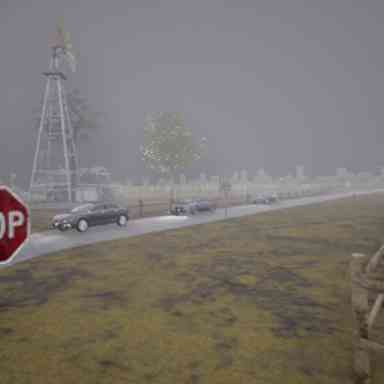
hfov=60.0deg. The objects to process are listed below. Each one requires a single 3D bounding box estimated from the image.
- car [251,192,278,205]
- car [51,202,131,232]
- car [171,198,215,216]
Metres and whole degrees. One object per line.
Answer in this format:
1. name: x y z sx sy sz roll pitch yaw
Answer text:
1. car: 8.691 0.741 39.426 1.837 1.490 4.892 -2 1 36
2. car: -5.652 1.354 19.118 1.837 1.490 4.892 -2 0 34
3. car: 0.118 1.164 27.357 1.994 1.385 4.181 -2 0 35
